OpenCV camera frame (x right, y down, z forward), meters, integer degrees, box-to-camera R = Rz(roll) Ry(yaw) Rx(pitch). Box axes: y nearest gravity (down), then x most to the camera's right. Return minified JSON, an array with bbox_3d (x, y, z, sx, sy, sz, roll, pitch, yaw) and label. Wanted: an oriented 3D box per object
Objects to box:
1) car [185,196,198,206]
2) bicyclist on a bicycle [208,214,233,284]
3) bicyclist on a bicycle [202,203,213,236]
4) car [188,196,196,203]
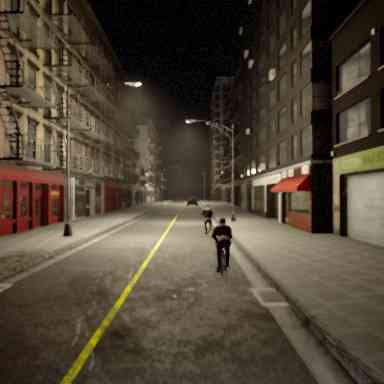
[{"bbox_3d":[0.075,1.772,61.081,1.812,1.442,4.674,0,0,0],"label":"car"},{"bbox_3d":[0.821,1.508,8.819,0.582,1.620,1.656,0,-1,0],"label":"bicyclist on a bicycle"},{"bbox_3d":[0.818,1.470,17.534,0.659,1.776,1.843,0,0,0],"label":"bicyclist on a bicycle"},{"bbox_3d":[-0.032,1.761,76.213,1.882,1.535,5.008,0,0,0],"label":"car"}]
